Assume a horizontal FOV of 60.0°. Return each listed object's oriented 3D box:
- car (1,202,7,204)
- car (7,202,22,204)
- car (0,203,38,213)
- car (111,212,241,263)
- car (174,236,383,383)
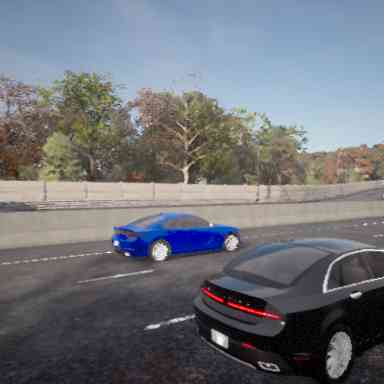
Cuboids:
[{"bbox_3d":[-14.352,1.226,19.550,5.566,2.045,2.150,0,0,-35],"label":"car"},{"bbox_3d":[-15.283,1.530,27.490,4.674,1.442,1.812,0,0,-35],"label":"car"},{"bbox_3d":[-10.895,1.550,17.714,5.357,1.411,2.033,0,0,-35],"label":"car"},{"bbox_3d":[-0.392,1.480,12.057,5.008,1.535,1.882,0,0,-35],"label":"car"},{"bbox_3d":[2.308,1.506,5.389,4.892,1.490,1.837,0,0,-35],"label":"car"}]
